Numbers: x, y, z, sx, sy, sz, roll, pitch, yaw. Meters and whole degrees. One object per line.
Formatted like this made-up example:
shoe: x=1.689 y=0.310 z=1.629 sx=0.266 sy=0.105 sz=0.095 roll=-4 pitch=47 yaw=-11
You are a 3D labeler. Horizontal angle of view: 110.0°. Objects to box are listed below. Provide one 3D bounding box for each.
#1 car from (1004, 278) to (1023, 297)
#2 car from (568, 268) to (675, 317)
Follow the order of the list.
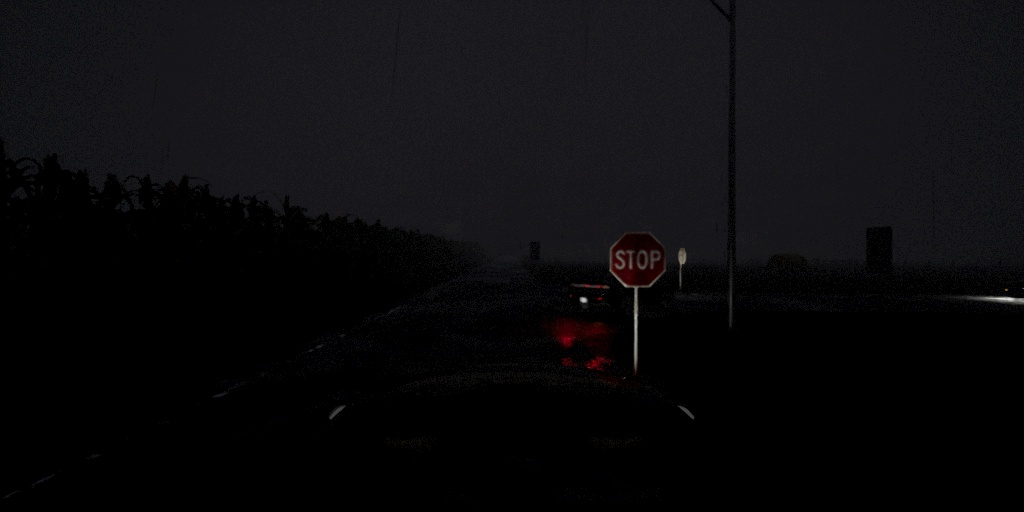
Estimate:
car: x=26.677 y=1.386 z=17.169 sx=4.181 sy=1.385 sz=1.994 roll=0 pitch=0 yaw=1
car: x=4.049 y=1.162 z=12.883 sx=4.902 sy=1.511 sz=2.128 roll=0 pitch=0 yaw=-42
